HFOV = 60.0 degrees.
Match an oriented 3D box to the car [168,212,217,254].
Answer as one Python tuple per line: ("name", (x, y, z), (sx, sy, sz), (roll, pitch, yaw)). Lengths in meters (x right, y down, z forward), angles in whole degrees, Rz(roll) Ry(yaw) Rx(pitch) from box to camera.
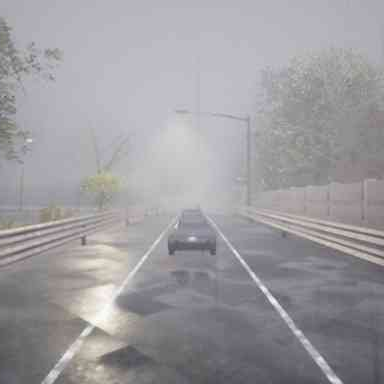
("car", (0.024, 1.772, 14.578), (1.994, 1.385, 4.181), (0, -1, 0))

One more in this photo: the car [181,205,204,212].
("car", (0.026, 1.913, 29.593), (2.128, 1.511, 4.902), (0, -1, 0))
